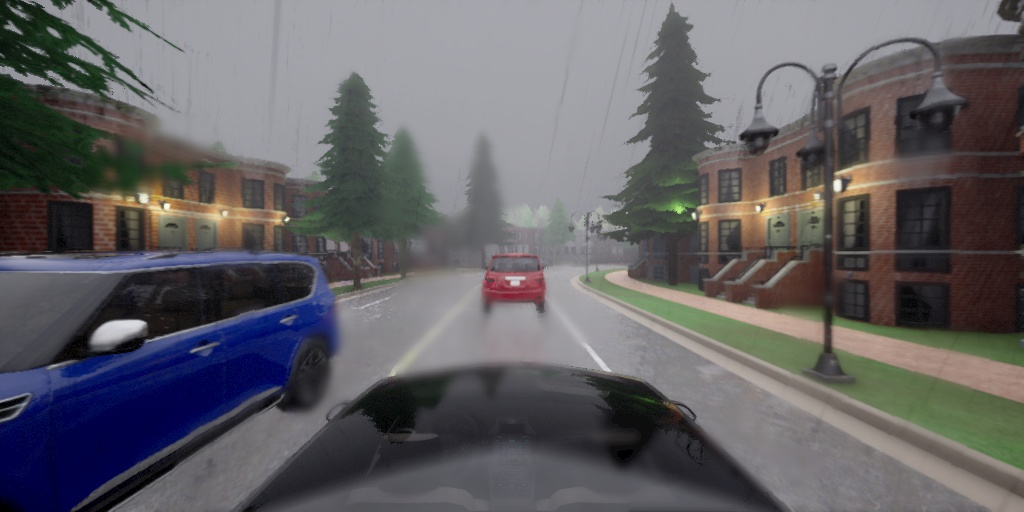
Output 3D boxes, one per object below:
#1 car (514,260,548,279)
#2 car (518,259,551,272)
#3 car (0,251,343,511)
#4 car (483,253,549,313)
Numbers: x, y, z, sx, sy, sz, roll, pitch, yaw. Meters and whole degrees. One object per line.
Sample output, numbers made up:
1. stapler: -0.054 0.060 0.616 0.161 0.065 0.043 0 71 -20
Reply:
1. car: 1.767 1.111 31.312 2.128 1.511 4.902 0 0 14
2. car: 2.870 1.109 44.316 2.033 1.411 5.357 0 0 28
3. car: -3.598 0.966 3.100 2.150 2.045 5.566 0 0 0
4. car: 0.101 0.918 13.757 2.150 2.045 5.566 0 0 0
